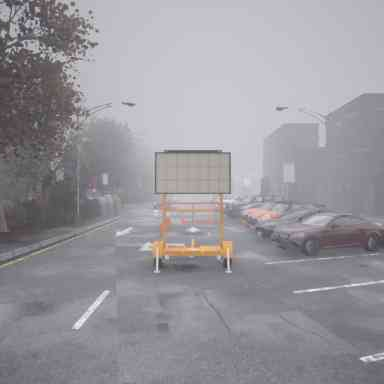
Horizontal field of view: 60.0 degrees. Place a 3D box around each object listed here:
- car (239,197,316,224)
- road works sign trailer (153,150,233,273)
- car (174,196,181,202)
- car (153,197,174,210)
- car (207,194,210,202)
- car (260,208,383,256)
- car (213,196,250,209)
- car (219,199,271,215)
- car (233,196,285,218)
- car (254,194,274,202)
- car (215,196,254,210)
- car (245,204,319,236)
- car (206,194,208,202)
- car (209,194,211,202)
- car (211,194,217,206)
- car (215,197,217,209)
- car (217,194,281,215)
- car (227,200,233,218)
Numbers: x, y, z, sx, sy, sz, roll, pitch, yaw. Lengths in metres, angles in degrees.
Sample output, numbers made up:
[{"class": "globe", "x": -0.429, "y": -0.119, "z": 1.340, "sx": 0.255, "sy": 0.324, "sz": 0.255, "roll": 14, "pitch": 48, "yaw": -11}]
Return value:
[{"class": "car", "x": 5.393, "y": 1.366, "z": 18.948, "sx": 4.553, "sy": 1.767, "sz": 2.185, "roll": 1, "pitch": 0, "yaw": -20}, {"class": "road works sign trailer", "x": 0.028, "y": 0.465, "z": 10.679, "sx": 2.380, "sy": 3.560, "sz": 2.880, "roll": 0, "pitch": 0, "yaw": 0}, {"class": "car", "x": -3.666, "y": 1.718, "z": 78.818, "sx": 1.812, "sy": 1.442, "sz": 4.674, "roll": 0, "pitch": 0, "yaw": 2}, {"class": "car", "x": -3.957, "y": 1.412, "z": 44.598, "sx": 2.097, "sy": 1.767, "sz": 4.553, "roll": 0, "pitch": 0, "yaw": 0}, {"class": "car", "x": 5.552, "y": 1.584, "z": 54.975, "sx": 5.008, "sy": 1.535, "sz": 2.097, "roll": 1, "pitch": -1, "yaw": -20}, {"class": "car", "x": 5.337, "y": 1.528, "z": 12.936, "sx": 4.674, "sy": 1.452, "sz": 2.002, "roll": 1, "pitch": 0, "yaw": -20}, {"class": "car", "x": 5.485, "y": 1.425, "z": 45.956, "sx": 4.553, "sy": 1.767, "sz": 2.185, "roll": 1, "pitch": 0, "yaw": -20}, {"class": "car", "x": 5.417, "y": 1.545, "z": 33.939, "sx": 4.792, "sy": 1.488, "sz": 2.163, "roll": 1, "pitch": 0, "yaw": -20}, {"class": "car", "x": 5.409, "y": 1.370, "z": 21.949, "sx": 4.553, "sy": 1.767, "sz": 2.185, "roll": 1, "pitch": 0, "yaw": -20}, {"class": "car", "x": 18.635, "y": 1.464, "z": 85.965, "sx": 2.435, "sy": 2.045, "sz": 5.566, "roll": 0, "pitch": 0, "yaw": -21}, {"class": "car", "x": 5.468, "y": 1.414, "z": 42.954, "sx": 4.553, "sy": 1.767, "sz": 2.185, "roll": 1, "pitch": 0, "yaw": -20}, {"class": "car", "x": 5.319, "y": 1.518, "z": 15.928, "sx": 4.792, "sy": 1.488, "sz": 2.163, "roll": 1, "pitch": 0, "yaw": -20}, {"class": "car", "x": 5.620, "y": 1.392, "z": 70.013, "sx": 5.566, "sy": 2.045, "sz": 2.435, "roll": 1, "pitch": 0, "yaw": -20}, {"class": "car", "x": 5.580, "y": 1.447, "z": 51.972, "sx": 4.553, "sy": 1.767, "sz": 2.185, "roll": 1, "pitch": 0, "yaw": -20}, {"class": "car", "x": 5.441, "y": 1.271, "z": 36.941, "sx": 5.566, "sy": 2.045, "sz": 2.435, "roll": 1, "pitch": 0, "yaw": -20}, {"class": "car", "x": 5.254, "y": 1.504, "z": 30.882, "sx": 5.366, "sy": 1.575, "sz": 1.946, "roll": 1, "pitch": 0, "yaw": -20}, {"class": "car", "x": 5.400, "y": 1.252, "z": 27.924, "sx": 5.566, "sy": 2.045, "sz": 2.435, "roll": 1, "pitch": 0, "yaw": -20}, {"class": "car", "x": 5.389, "y": 1.539, "z": 24.946, "sx": 4.674, "sy": 1.452, "sz": 2.002, "roll": 1, "pitch": 0, "yaw": -20}]
